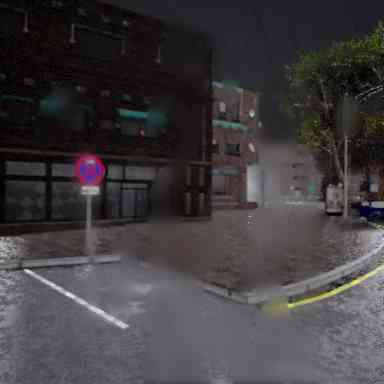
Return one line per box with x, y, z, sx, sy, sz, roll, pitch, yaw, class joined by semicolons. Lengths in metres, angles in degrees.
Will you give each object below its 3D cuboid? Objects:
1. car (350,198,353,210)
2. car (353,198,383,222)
18.429;1.289;38.345;1.895;1.301;4.718;0;1;-2;car
14.495;1.428;26.077;1.882;1.535;5.008;0;1;12;car
